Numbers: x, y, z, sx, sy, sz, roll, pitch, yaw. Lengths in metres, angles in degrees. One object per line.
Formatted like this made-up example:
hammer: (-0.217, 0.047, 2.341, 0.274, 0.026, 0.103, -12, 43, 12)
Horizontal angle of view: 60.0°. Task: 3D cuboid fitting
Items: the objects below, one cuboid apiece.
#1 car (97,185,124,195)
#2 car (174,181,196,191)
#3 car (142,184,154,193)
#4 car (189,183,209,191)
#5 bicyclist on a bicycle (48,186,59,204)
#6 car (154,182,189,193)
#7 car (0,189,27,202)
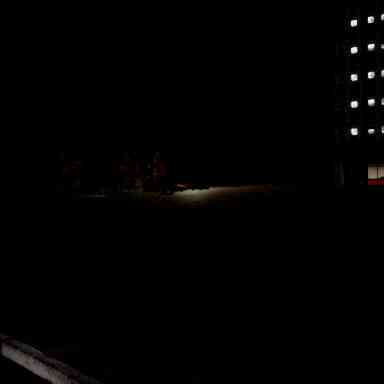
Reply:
car: (-12.479, -0.284, 51.141, 1.812, 1.442, 4.674, 0, 3, 31)
car: (-1.339, -1.200, 63.743, 2.097, 1.767, 4.553, 0, 2, 29)
car: (-6.020, -0.584, 55.419, 2.033, 1.411, 5.357, 0, 2, 30)
car: (1.537, -0.965, 62.228, 1.895, 1.301, 4.718, 0, 2, 29)
bicyclist on a bicycle: (-12.661, 0.252, 30.264, 1.656, 1.620, 0.582, -1, 2, 33)
car: (-3.241, -0.592, 53.731, 2.033, 1.411, 5.357, 0, 2, 30)
car: (-21.034, 0.447, 37.402, 1.812, 1.442, 4.674, 0, 2, 33)
